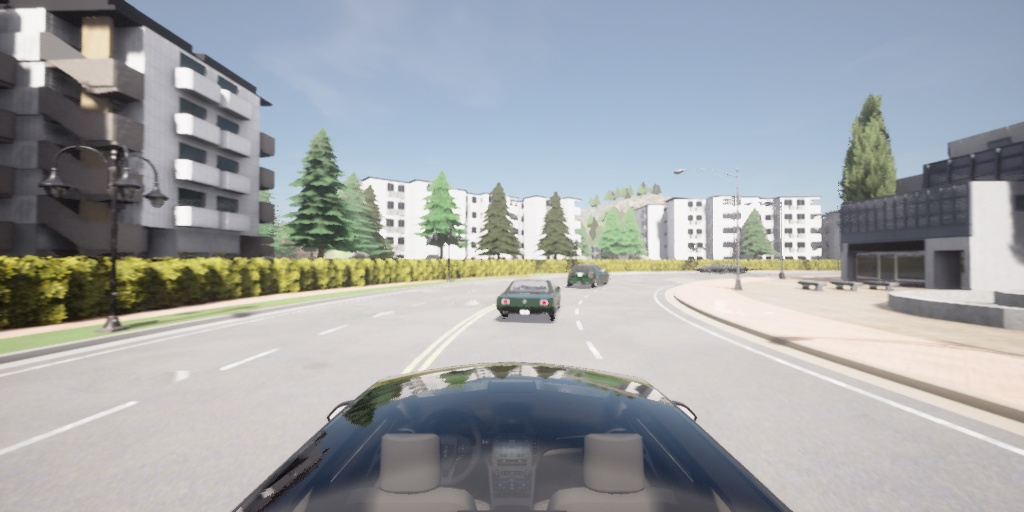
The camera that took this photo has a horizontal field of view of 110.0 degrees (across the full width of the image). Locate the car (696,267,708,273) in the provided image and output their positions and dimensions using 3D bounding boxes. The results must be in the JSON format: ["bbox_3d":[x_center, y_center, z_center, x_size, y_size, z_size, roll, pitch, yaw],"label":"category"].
[{"bbox_3d":[30.565,1.905,54.171,5.357,1.411,2.033,0,-1,-14],"label":"car"}]

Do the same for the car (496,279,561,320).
[{"bbox_3d":[0.813,1.485,13.309,1.895,1.301,4.718,0,-1,11],"label":"car"}]

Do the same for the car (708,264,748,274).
[{"bbox_3d":[30.666,1.916,50.532,4.718,1.301,1.895,0,-1,-15],"label":"car"}]

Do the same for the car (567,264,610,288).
[{"bbox_3d":[5.871,1.396,27.211,2.097,1.767,4.553,0,-1,30],"label":"car"}]
